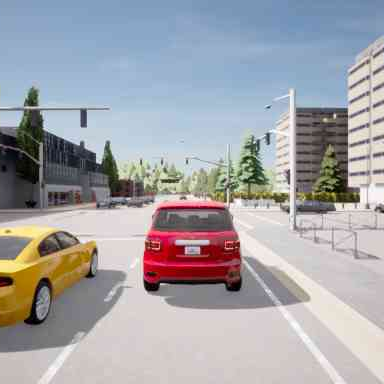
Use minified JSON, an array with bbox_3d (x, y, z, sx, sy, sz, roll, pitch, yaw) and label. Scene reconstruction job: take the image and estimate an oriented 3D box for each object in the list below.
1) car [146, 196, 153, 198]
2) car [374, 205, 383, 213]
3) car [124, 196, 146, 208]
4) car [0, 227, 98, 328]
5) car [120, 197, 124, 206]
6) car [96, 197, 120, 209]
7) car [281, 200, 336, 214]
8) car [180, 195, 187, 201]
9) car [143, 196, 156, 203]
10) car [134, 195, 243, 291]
[{"bbox_3d":[-8.648,1.491,59.490,2.128,1.511,4.902,0,0,-1],"label":"car"},{"bbox_3d":[22.167,1.547,34.885,5.357,1.411,2.033,0,0,-2],"label":"car"},{"bbox_3d":[-8.390,1.504,49.279,1.837,1.490,4.892,0,0,-2],"label":"car"},{"bbox_3d":[-3.478,1.478,7.125,1.882,1.535,5.008,0,0,0],"label":"car"},{"bbox_3d":[-12.063,1.547,56.111,2.033,1.411,5.357,0,0,-1],"label":"car"},{"bbox_3d":[-11.793,1.491,45.859,2.128,1.511,4.902,0,0,-2],"label":"car"},{"bbox_3d":[12.084,1.547,34.580,5.357,1.411,2.033,0,0,-2],"label":"car"},{"bbox_3d":[-2.336,1.524,87.193,1.812,1.442,4.674,0,0,-2],"label":"car"},{"bbox_3d":[-8.862,1.539,69.854,2.033,1.411,5.357,0,0,-2],"label":"car"},{"bbox_3d":[0.016,1.221,9.112,2.150,2.045,5.566,0,0,0],"label":"car"}]
